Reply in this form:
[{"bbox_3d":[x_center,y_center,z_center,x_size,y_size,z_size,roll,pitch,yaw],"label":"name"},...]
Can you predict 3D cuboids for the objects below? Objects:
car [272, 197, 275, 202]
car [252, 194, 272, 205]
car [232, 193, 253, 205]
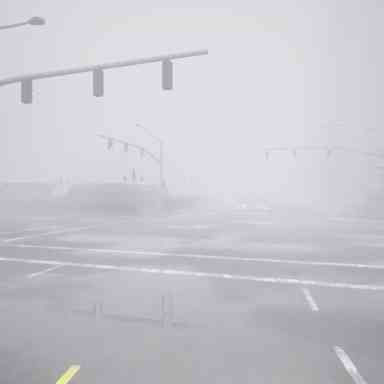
[{"bbox_3d":[17.129,1.510,73.749,1.812,1.442,4.674,0,0,17],"label":"car"},{"bbox_3d":[12.483,1.493,58.746,2.128,1.511,4.902,0,0,17],"label":"car"},{"bbox_3d":[9.133,1.493,59.755,2.128,1.511,4.902,0,0,17],"label":"car"}]
